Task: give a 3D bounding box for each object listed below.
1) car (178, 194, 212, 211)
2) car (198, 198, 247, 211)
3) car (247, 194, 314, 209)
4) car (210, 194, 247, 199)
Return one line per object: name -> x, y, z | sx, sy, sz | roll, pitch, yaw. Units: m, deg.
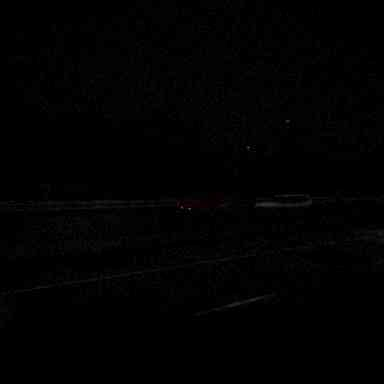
car -> 1.256, 1.214, 34.895 | 5.566, 2.045, 2.150 | 1, 0, -35
car -> 3.109, 1.516, 27.657 | 4.674, 1.442, 1.812 | 0, 0, -35
car -> 7.324, 1.215, 26.337 | 5.566, 2.045, 2.150 | 1, 0, -35
car -> 4.435, 1.339, 32.862 | 4.553, 1.767, 2.097 | 0, 0, -35
